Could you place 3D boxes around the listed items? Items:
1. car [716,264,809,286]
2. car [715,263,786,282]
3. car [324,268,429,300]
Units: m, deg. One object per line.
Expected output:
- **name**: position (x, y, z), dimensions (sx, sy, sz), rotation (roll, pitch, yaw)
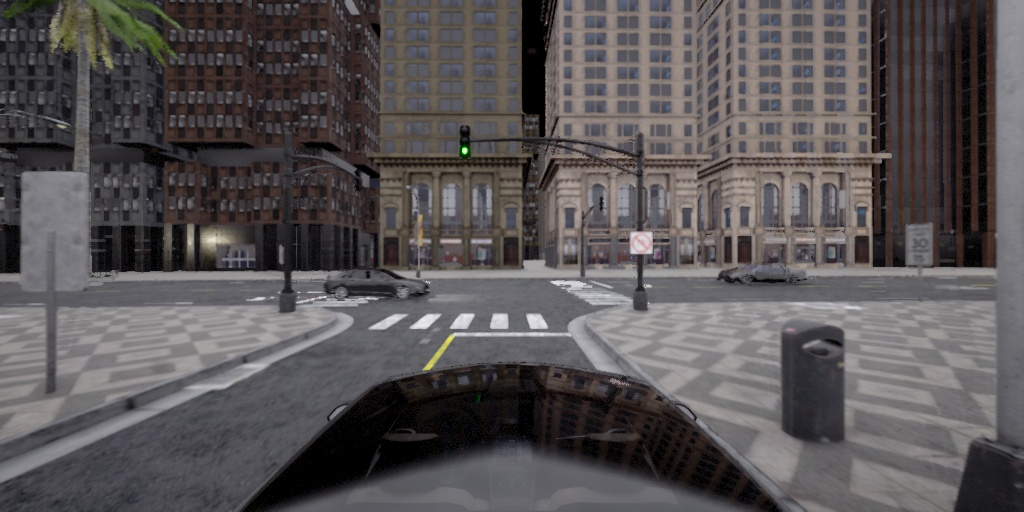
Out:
- **car**: position (16.996, 1.245, 24.406), dimensions (5.357, 1.411, 2.033), rotation (0, 0, -1)
- **car**: position (18.305, 1.268, 27.665), dimensions (4.181, 1.385, 1.994), rotation (0, 0, 0)
- **car**: position (-6.558, 1.377, 17.596), dimensions (4.892, 1.490, 1.837), rotation (1, 0, -1)
